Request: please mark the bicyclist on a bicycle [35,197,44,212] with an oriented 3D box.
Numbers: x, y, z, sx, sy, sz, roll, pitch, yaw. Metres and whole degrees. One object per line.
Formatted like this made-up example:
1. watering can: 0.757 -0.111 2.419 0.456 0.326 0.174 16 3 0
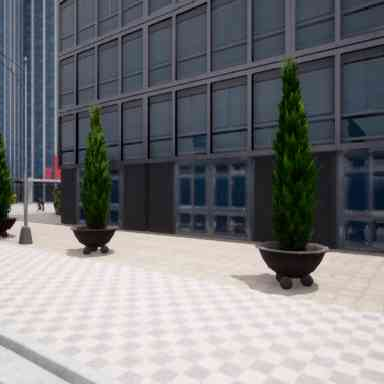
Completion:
1. bicyclist on a bicycle: -16.112 1.299 35.189 1.656 1.620 0.582 0 0 35
